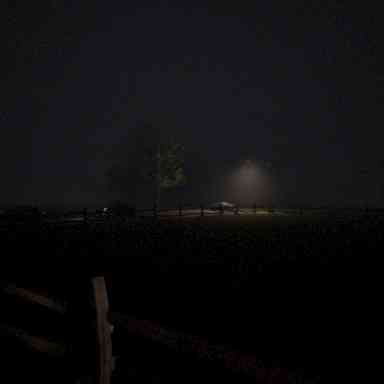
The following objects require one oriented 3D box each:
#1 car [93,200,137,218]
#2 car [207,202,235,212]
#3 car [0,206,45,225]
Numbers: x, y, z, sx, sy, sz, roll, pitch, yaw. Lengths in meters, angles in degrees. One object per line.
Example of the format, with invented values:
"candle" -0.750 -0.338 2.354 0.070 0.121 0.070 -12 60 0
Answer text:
"car" -7.852 1.720 34.217 2.097 1.767 4.553 0 -1 38
"car" 4.367 2.202 49.892 2.033 1.411 5.357 0 -1 38
"car" -13.920 1.784 26.401 1.994 1.385 4.181 0 -1 37
